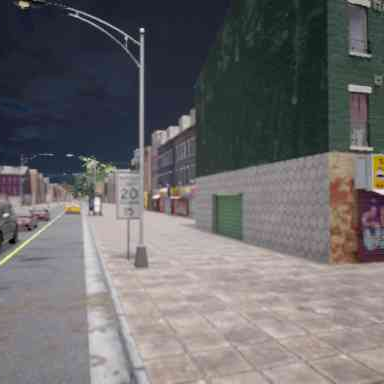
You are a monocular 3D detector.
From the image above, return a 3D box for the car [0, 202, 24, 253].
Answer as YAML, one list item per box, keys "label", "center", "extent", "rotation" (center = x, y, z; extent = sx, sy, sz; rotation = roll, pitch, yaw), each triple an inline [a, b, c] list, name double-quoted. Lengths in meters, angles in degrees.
- label: "car"
  center: [-9.168, 1.486, 14.555]
  extent: [2.150, 2.045, 5.566]
  rotation: [0, -1, -18]

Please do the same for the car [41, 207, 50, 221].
- label: "car"
  center: [-15.402, 2.180, 33.369]
  extent: [1.994, 1.385, 4.181]
  rotation: [0, -1, -18]

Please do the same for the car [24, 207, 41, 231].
- label: "car"
  center: [-12.276, 1.963, 23.866]
  extent: [1.812, 1.442, 4.674]
  rotation: [0, -1, -18]

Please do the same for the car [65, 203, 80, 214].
- label: "car"
  center: [-17.331, 2.387, 48.353]
  extent: [1.882, 1.535, 5.008]
  rotation: [0, -1, -19]
